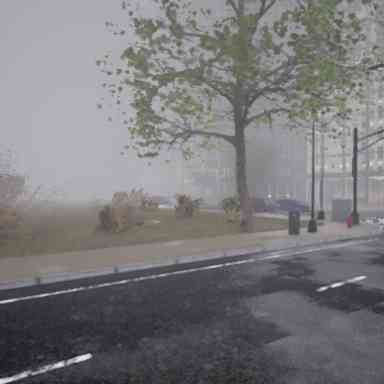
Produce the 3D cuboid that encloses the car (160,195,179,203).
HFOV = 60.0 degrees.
[{"bbox_3d":[-4.667,1.409,69.288,1.812,1.442,4.674,1,0,-34],"label":"car"}]

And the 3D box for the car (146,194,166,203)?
[{"bbox_3d":[-7.351,1.307,67.457,2.097,1.767,4.553,1,0,-34],"label":"car"}]

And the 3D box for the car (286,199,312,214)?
[{"bbox_3d":[10.387,1.434,34.903,1.882,1.535,5.008,1,0,-34],"label":"car"}]

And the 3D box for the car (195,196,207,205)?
[{"bbox_3d":[0.892,1.541,60.972,1.812,1.442,4.674,1,0,-34],"label":"car"}]

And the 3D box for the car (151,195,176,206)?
[{"bbox_3d":[-4.980,1.354,52.081,1.882,1.535,5.008,1,0,-33],"label":"car"}]

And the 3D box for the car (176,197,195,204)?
[{"bbox_3d":[-1.953,1.451,53.394,1.812,1.442,4.674,1,0,-34],"label":"car"}]

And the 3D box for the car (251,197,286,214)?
[{"bbox_3d":[6.934,1.260,34.228,2.097,1.767,4.553,1,-1,-34],"label":"car"}]

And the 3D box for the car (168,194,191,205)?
[{"bbox_3d":[-2.285,1.318,59.920,2.097,1.767,4.553,1,0,-34],"label":"car"}]
